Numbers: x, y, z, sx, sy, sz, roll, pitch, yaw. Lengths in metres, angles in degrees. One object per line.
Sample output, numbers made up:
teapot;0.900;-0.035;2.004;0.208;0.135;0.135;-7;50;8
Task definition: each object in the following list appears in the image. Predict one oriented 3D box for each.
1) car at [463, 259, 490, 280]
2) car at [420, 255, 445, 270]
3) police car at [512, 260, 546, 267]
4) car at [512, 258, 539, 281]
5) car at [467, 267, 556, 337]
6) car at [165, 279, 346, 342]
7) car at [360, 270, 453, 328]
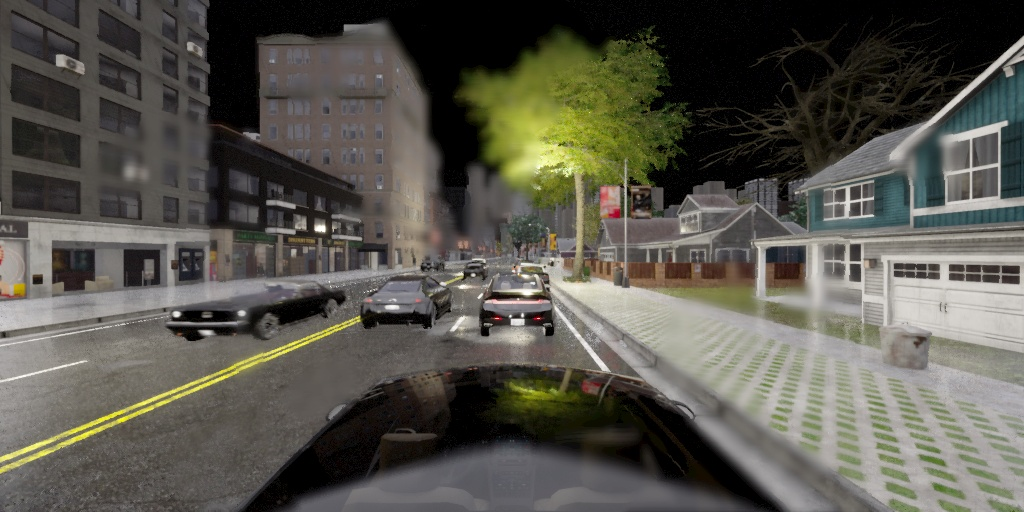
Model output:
car;-3.042;1.235;30.656;1.837;1.490;4.892;0;0;0
car;-9.691;0.939;44.381;2.150;2.045;5.566;0;0;0
police car;1.045;1.165;20.564;1.930;1.638;5.238;0;0;0
car;1.082;1.081;30.424;2.097;1.767;4.553;0;0;0
car;0.131;1.239;10.315;2.128;1.511;4.902;0;0;0
car;-6.570;1.348;9.940;1.895;1.301;4.718;0;0;0
car;-3.115;1.310;11.354;1.994;1.385;4.181;0;0;0
